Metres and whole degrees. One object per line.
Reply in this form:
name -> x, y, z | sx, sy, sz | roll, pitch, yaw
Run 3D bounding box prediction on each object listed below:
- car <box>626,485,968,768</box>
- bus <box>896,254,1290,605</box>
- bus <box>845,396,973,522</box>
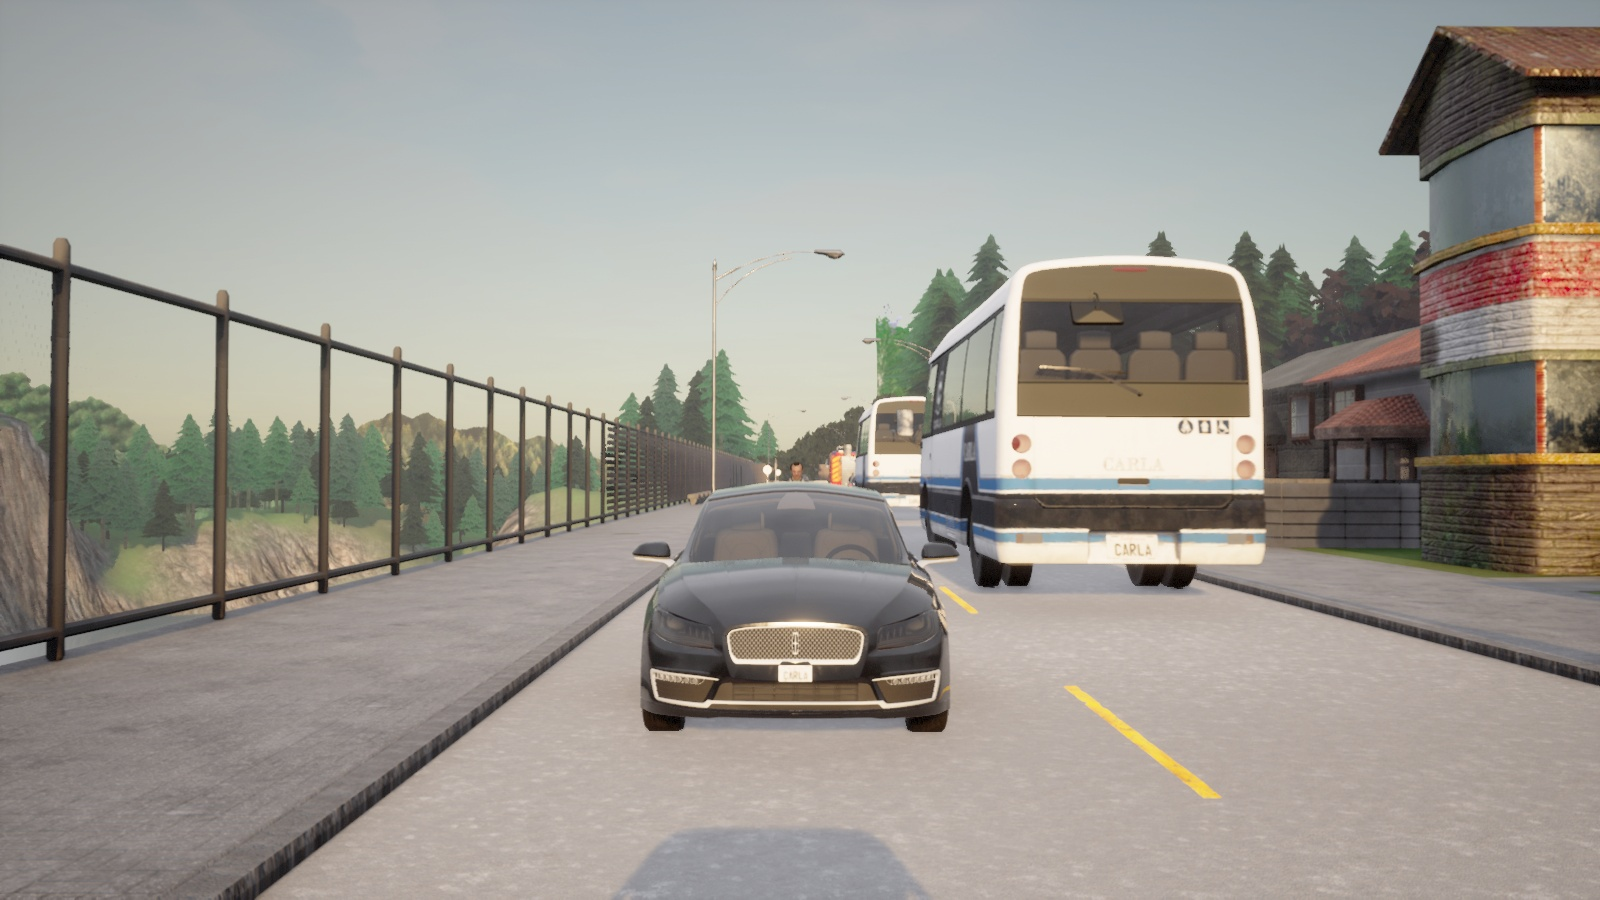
car -> -0.021, 1.016, 9.212 | 1.837, 1.490, 4.892 | 0, -1, 0
bus -> 3.947, -0.152, 20.410 | 3.944, 4.253, 10.273 | 0, -1, 0
bus -> 3.882, 0.413, 47.887 | 3.944, 4.253, 10.273 | 0, -1, 0
